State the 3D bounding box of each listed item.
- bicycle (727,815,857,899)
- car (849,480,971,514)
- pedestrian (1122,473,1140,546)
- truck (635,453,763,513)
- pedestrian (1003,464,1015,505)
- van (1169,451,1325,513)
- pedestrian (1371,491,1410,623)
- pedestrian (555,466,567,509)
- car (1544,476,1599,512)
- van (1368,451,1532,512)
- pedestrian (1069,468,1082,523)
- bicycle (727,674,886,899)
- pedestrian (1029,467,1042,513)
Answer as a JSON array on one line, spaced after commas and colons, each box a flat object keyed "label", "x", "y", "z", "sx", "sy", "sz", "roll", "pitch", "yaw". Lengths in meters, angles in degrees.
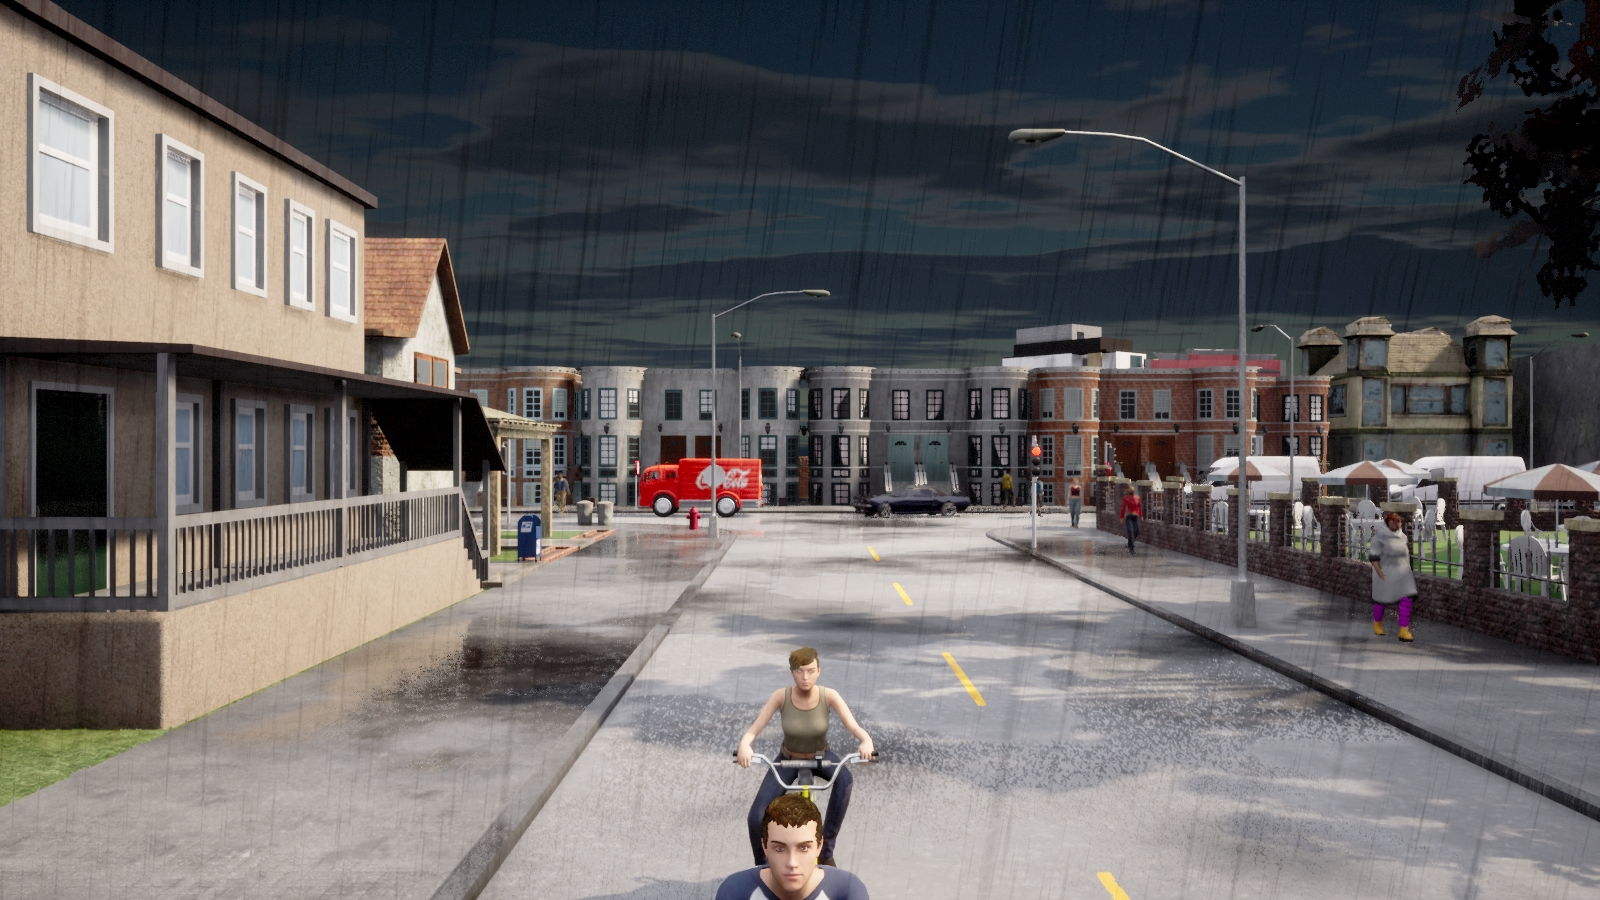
[{"label": "bicycle", "x": -0.022, "y": 1.938, "z": 3.212, "sx": 0.373, "sy": 1.296, "sz": 1.643, "roll": 0, "pitch": 0, "yaw": 0}, {"label": "car", "x": 4.606, "y": 1.955, "z": 47.859, "sx": 4.718, "sy": 1.301, "sz": 1.895, "roll": 0, "pitch": 0, "yaw": -19}, {"label": "pedestrian", "x": 8.579, "y": 1.528, "z": 29.595, "sx": 0.375, "sy": 1.860, "sz": 0.375, "roll": 0, "pitch": 0, "yaw": 3}, {"label": "truck", "x": -4.254, "y": 1.369, "z": 48.833, "sx": 5.204, "sy": 2.467, "sz": 2.627, "roll": 0, "pitch": 0, "yaw": 1}, {"label": "pedestrian", "x": 9.445, "y": 1.546, "z": 51.692, "sx": 0.375, "sy": 1.860, "sz": 0.375, "roll": 0, "pitch": 0, "yaw": -38}, {"label": "van", "x": 19.049, "y": 1.335, "z": 48.879, "sx": 5.915, "sy": 2.561, "sz": 1.988, "roll": 0, "pitch": 0, "yaw": 0}, {"label": "pedestrian", "x": 8.473, "y": 1.530, "z": 16.405, "sx": 0.375, "sy": 1.860, "sz": 0.375, "roll": 0, "pitch": 0, "yaw": 2}, {"label": "pedestrian", "x": -10.418, "y": 1.649, "z": 49.795, "sx": 0.375, "sy": 1.860, "sz": 0.375, "roll": 0, "pitch": 0, "yaw": 20}, {"label": "car", "x": 34.992, "y": 1.861, "z": 48.884, "sx": 4.892, "sy": 1.480, "sz": 2.231, "roll": 0, "pitch": 0, "yaw": 0}, {"label": "van", "x": 27.743, "y": 1.335, "z": 48.890, "sx": 5.915, "sy": 2.561, "sz": 1.988, "roll": 0, "pitch": 0, "yaw": 0}, {"label": "pedestrian", "x": 9.351, "y": 1.533, "z": 38.797, "sx": 0.375, "sy": 1.860, "sz": 0.375, "roll": 0, "pitch": 0, "yaw": 4}, {"label": "bicycle", "x": 0.033, "y": 2.040, "z": 6.906, "sx": 0.859, "sy": 1.080, "sz": 1.487, "roll": 0, "pitch": 0, "yaw": 0}, {"label": "pedestrian", "x": 9.716, "y": 1.648, "z": 47.098, "sx": 0.375, "sy": 1.860, "sz": 0.375, "roll": 0, "pitch": 0, "yaw": -45}]
